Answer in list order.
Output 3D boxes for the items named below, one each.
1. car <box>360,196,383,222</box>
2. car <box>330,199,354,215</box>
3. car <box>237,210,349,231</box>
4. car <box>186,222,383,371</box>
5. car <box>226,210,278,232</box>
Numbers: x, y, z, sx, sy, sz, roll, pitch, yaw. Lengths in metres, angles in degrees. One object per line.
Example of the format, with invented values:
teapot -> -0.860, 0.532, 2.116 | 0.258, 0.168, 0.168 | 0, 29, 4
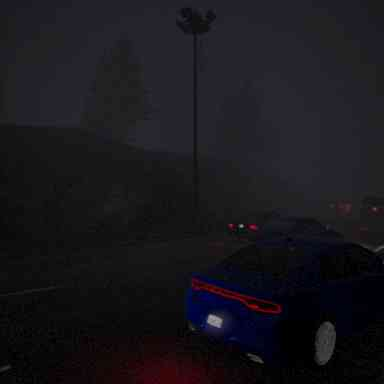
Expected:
car -> 15.131, 1.373, 27.305 | 2.150, 2.045, 5.566 | 0, 0, 31
car -> 16.456, 1.553, 36.414 | 2.097, 1.767, 4.553 | 0, 0, 31
car -> 3.898, 1.594, 12.283 | 1.812, 1.442, 4.674 | 0, 0, 45
car -> 2.177, 1.511, 5.858 | 5.008, 1.535, 1.882 | 0, 0, -40
car -> 3.936, 1.642, 17.305 | 2.033, 1.411, 5.357 | 0, 0, 41
